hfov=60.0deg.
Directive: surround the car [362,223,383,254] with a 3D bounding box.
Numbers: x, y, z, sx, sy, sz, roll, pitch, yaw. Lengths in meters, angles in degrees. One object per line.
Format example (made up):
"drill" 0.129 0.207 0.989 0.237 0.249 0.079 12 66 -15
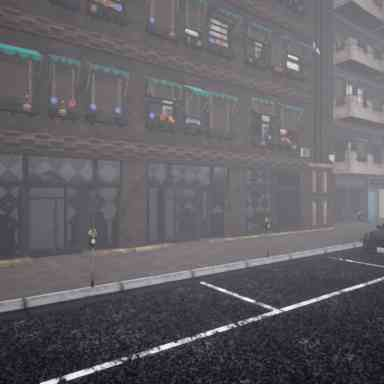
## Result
"car" 8.093 1.565 12.311 4.313 1.339 1.947 0 0 -35
